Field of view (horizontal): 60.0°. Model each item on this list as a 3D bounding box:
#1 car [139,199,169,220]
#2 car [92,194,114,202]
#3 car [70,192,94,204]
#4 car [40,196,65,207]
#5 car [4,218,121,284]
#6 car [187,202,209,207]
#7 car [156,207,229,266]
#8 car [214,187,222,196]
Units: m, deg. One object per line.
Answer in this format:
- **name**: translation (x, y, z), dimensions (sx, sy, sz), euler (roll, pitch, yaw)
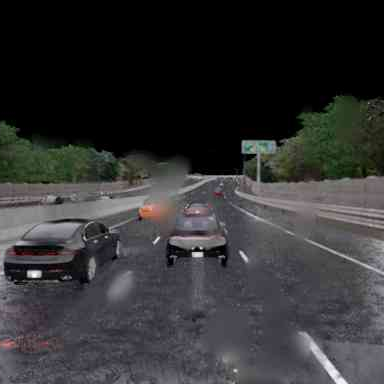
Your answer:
- **car**: translation (-3.044, 1.341, 27.604), dimensions (2.097, 1.767, 4.553), euler (0, 0, 1)
- **car**: translation (-12.970, 1.342, 49.960), dimensions (1.812, 1.442, 4.674), euler (0, 1, 3)
- **car**: translation (-16.445, 1.028, 50.547), dimensions (2.150, 2.045, 5.566), euler (0, 1, 3)
- **car**: translation (-20.062, 1.363, 48.085), dimensions (1.812, 1.442, 4.674), euler (0, 1, 3)
- **car**: translation (-3.342, 1.501, 9.515), dimensions (1.837, 1.490, 4.892), euler (0, 0, 0)
- **car**: translation (0.479, 1.554, 28.479), dimensions (1.994, 1.385, 4.181), euler (0, 0, 1)
- **car**: translation (0.176, 1.489, 11.466), dimensions (2.128, 1.511, 4.902), euler (0, 0, 1)
- **car**: translation (7.039, 0.117, 90.159), dimensions (2.150, 2.045, 5.566), euler (0, 2, 5)
